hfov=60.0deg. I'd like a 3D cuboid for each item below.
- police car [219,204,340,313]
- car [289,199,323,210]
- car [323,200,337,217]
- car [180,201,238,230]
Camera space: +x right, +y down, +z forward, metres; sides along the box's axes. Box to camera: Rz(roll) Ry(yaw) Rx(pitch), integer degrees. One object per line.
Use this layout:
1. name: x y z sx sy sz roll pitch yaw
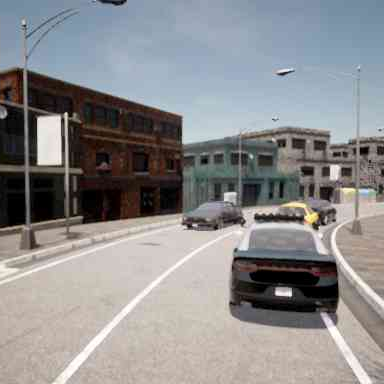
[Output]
1. police car: 2.003 1.312 7.699 1.930 1.638 5.238 0 1 13
2. car: 5.185 1.223 16.552 1.801 1.575 5.366 1 1 26
3. car: 7.922 1.218 21.227 1.837 1.490 4.892 1 1 34
4. car: 1.343 1.240 19.006 2.033 1.411 5.357 1 1 27
